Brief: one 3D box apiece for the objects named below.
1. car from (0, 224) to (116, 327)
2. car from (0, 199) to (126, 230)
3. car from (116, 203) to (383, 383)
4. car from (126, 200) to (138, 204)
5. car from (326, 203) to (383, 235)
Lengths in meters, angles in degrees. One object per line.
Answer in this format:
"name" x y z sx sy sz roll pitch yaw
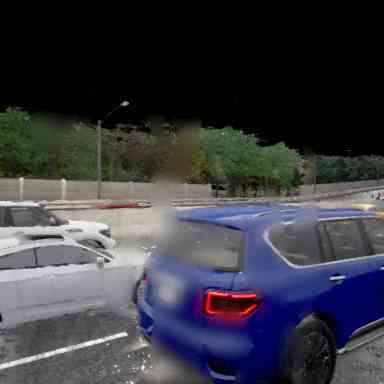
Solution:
"car" -2.576 1.525 6.204 4.674 1.442 1.812 0 0 -35
"car" -4.859 1.221 8.877 5.566 2.045 2.150 0 0 -35
"car" 1.901 1.222 5.223 5.566 2.045 2.150 0 0 -35
"car" -7.646 1.470 32.893 5.008 1.535 1.882 0 0 -35
"car" 10.186 1.468 19.558 5.008 1.535 1.882 0 0 -35
